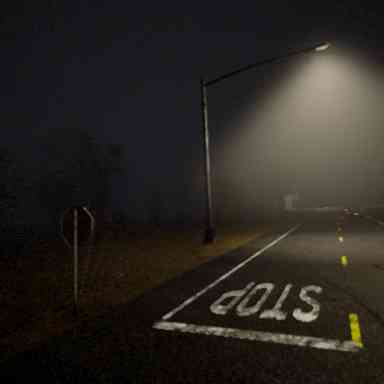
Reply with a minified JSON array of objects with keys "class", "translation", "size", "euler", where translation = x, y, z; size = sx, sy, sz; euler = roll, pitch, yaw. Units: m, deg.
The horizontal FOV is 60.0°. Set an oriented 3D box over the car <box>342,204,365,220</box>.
[{"class":"car","translation":[18.677,2.424,38.187],"size":[1.994,1.385,4.181],"euler":[-4,-3,23]}]
